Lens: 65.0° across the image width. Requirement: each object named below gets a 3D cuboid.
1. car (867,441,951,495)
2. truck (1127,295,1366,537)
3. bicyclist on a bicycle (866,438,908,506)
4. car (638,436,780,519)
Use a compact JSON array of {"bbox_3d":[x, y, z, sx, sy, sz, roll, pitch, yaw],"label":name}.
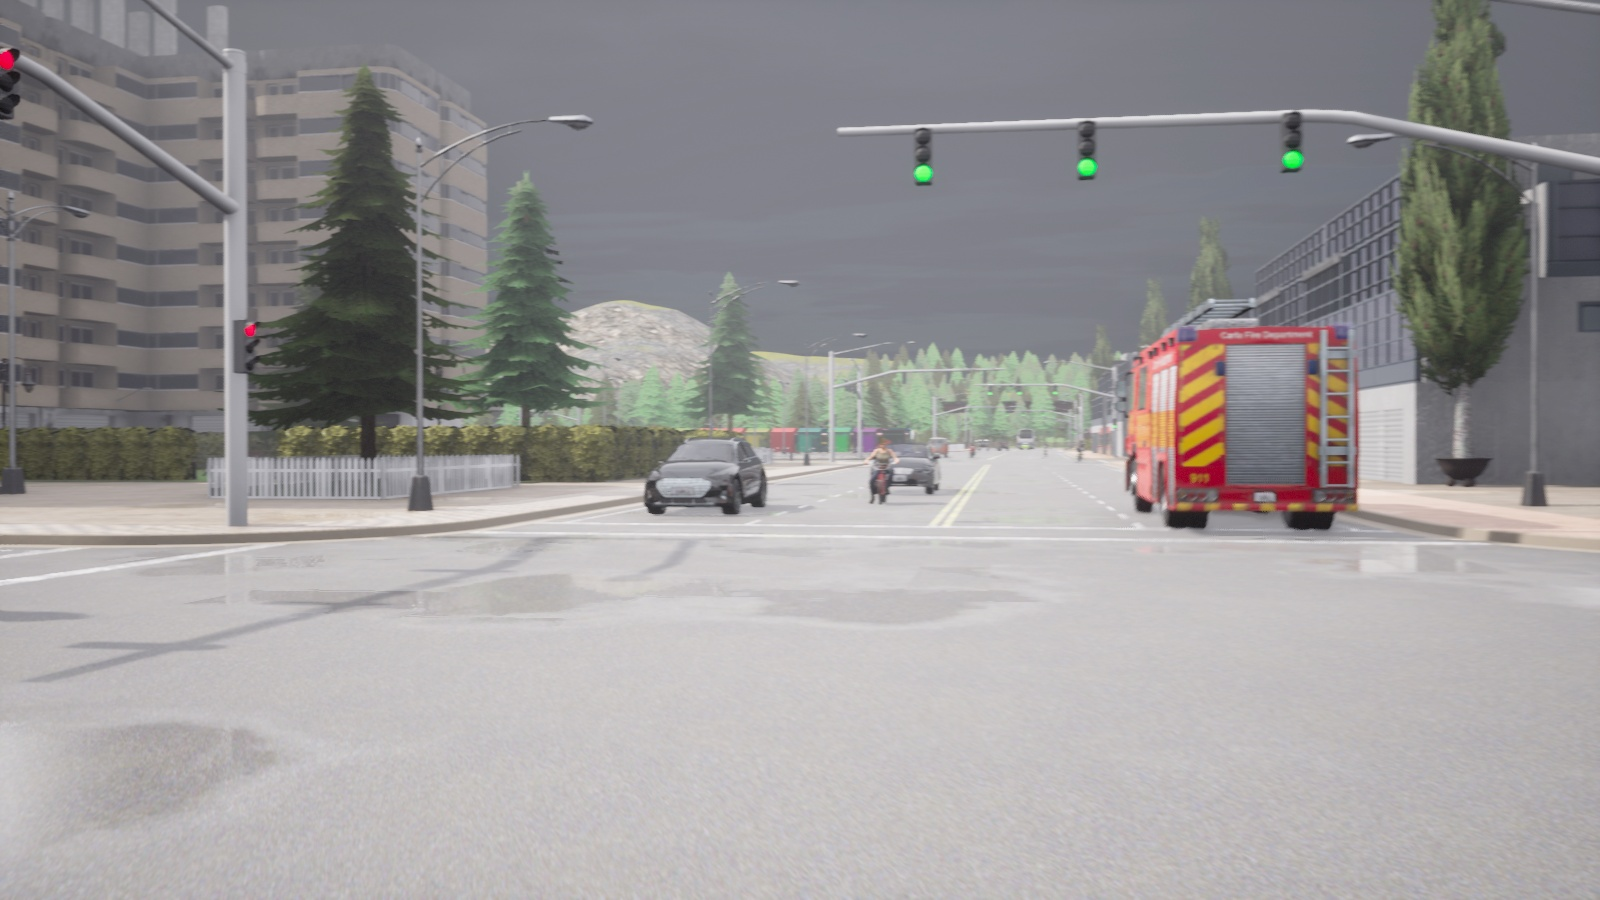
[{"bbox_3d":[3.330,0.487,37.570,2.128,1.511,4.902,0,0,9],"label":"car"},{"bbox_3d":[8.196,-0.563,24.226,2.891,3.827,8.468,0,0,9],"label":"truck"},{"bbox_3d":[2.105,0.510,30.213,0.866,1.612,1.509,0,0,10],"label":"bicyclist on a bicycle"},{"bbox_3d":[-1.881,0.519,27.632,2.033,1.649,4.856,0,1,9],"label":"car"}]
